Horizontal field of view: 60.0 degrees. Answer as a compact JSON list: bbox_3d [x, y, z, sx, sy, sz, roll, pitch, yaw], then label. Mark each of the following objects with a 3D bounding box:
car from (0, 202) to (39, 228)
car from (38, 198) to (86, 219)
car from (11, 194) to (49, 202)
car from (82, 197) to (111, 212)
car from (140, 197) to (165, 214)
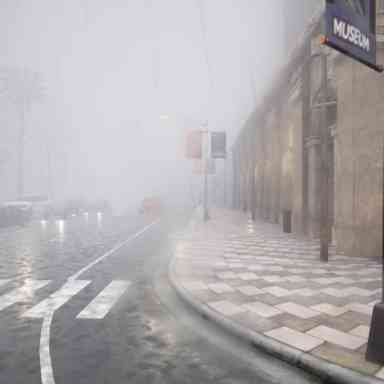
[{"bbox_3d":[-11.697,1.547,20.057,2.033,1.411,5.357,0,0,2],"label":"car"},{"bbox_3d":[-11.395,1.526,29.480,1.812,1.442,4.674,0,0,2],"label":"car"},{"bbox_3d":[-14.871,1.221,30.347,2.150,2.045,5.566,0,0,2],"label":"car"},{"bbox_3d":[-11.012,1.526,39.362,1.812,1.442,4.674,0,0,2],"label":"car"},{"bbox_3d":[-4.089,1.341,35.184,2.097,1.767,4.553,0,0,2],"label":"car"}]
